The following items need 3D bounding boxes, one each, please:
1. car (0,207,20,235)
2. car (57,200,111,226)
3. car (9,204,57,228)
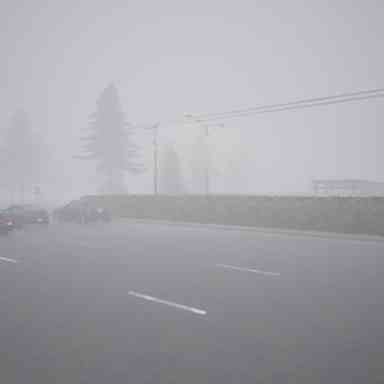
[{"bbox_3d":[-11.123,1.583,17.212,4.718,1.301,1.895,0,0,38],"label":"car"},{"bbox_3d":[-7.848,1.316,23.526,4.553,1.767,2.097,0,0,38],"label":"car"},{"bbox_3d":[-11.046,1.499,21.553,4.674,1.442,1.812,0,0,37],"label":"car"}]
